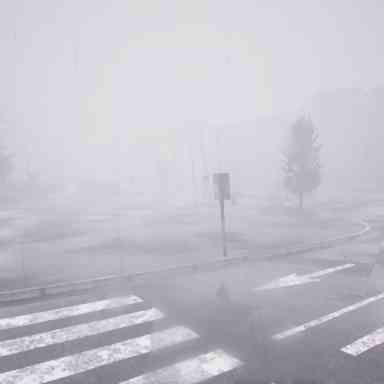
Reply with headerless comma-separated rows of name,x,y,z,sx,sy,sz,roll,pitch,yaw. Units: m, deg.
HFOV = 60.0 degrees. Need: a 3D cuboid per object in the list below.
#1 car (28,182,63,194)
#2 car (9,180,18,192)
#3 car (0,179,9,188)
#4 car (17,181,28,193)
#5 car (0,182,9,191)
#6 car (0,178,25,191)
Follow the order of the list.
car,-21.359,-0.610,49.559,2.163,1.488,4.792,1,6,17
car,-26.114,-0.862,53.086,2.002,1.452,4.674,0,6,16
car,-35.807,-1.378,59.807,2.231,1.521,4.892,1,6,14
car,-23.718,-0.774,51.352,2.231,1.521,4.892,1,6,17
car,-28.509,-1.027,54.800,2.097,1.535,5.008,1,6,16
car,-30.942,-1.269,56.445,2.185,1.767,4.553,0,6,15
